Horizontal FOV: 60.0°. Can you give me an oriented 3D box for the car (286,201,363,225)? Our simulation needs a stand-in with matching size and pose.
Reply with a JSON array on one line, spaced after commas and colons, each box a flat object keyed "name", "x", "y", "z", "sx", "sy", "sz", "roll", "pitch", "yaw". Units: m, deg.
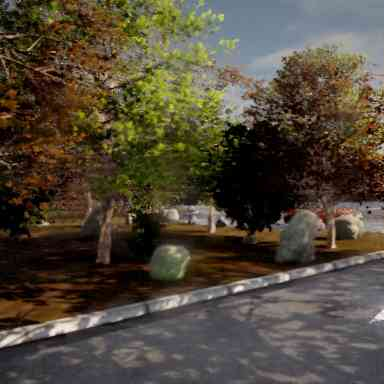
[{"name": "car", "x": 8.433, "y": 1.345, "z": 21.413, "sx": 4.553, "sy": 1.767, "sz": 2.097, "roll": -2, "pitch": 0, "yaw": 33}]
